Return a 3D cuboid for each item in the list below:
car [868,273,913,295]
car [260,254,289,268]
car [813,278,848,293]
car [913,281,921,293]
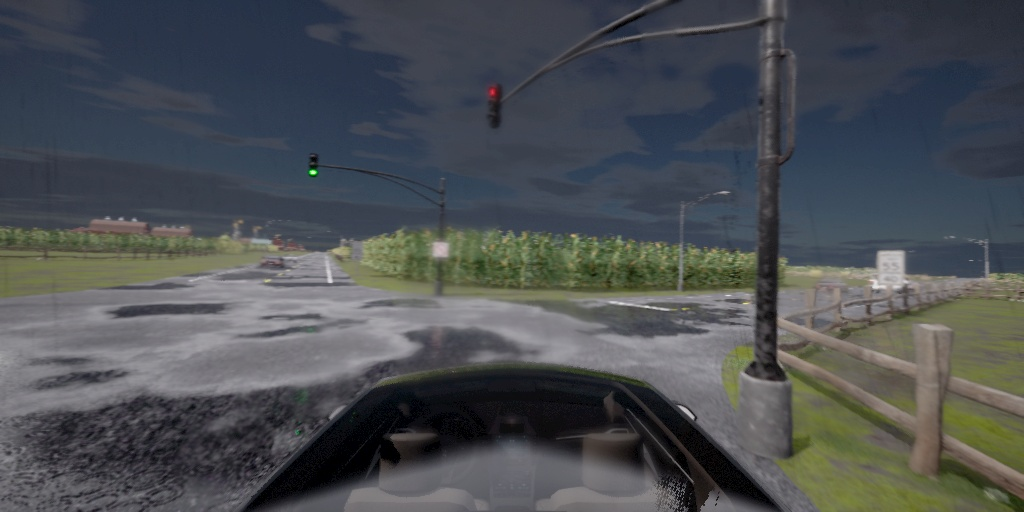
[{"bbox_3d":[35.946,2.691,34.205,5.566,2.045,2.150,2,-1,-35],"label":"car"},{"bbox_3d":[-25.833,0.566,38.883,1.994,1.385,4.181,3,-1,-27],"label":"car"},{"bbox_3d":[31.573,2.926,35.504,4.181,1.385,1.994,3,-2,-35],"label":"car"},{"bbox_3d":[44.978,3.491,40.812,4.718,1.301,1.895,3,-2,-36],"label":"car"}]
